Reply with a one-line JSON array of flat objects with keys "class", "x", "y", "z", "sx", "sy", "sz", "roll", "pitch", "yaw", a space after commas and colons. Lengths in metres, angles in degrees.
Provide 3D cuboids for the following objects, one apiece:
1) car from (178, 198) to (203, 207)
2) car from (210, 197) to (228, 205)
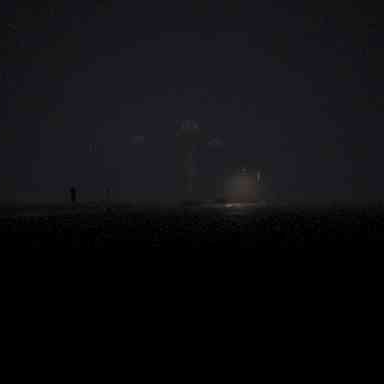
[{"class": "car", "x": -0.226, "y": 1.860, "z": 59.416, "sx": 2.033, "sy": 1.411, "sz": 5.357, "roll": 1, "pitch": 0, "yaw": 36}, {"class": "car", "x": 5.489, "y": 1.878, "z": 67.440, "sx": 1.837, "sy": 1.490, "sz": 4.892, "roll": 1, "pitch": 0, "yaw": 36}]
